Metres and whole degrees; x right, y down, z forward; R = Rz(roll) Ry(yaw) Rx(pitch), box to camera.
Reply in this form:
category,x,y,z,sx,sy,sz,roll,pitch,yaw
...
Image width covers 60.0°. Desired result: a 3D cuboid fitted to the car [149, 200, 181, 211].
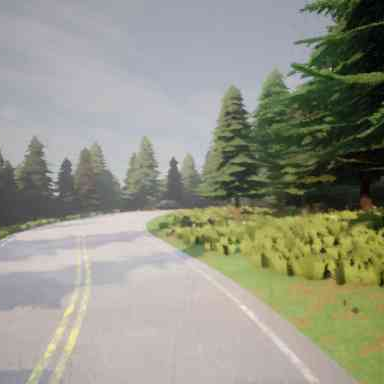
category,x,y,z,sx,sy,sz,roll,pitch,yaw
car,-3.392,1.725,44.345,2.033,1.411,5.357,-4,-3,32
